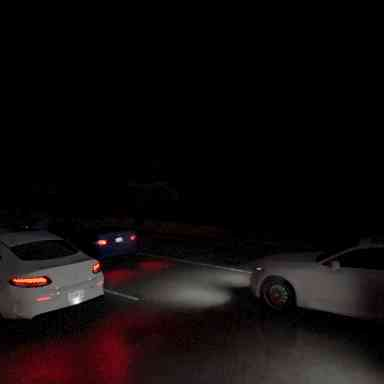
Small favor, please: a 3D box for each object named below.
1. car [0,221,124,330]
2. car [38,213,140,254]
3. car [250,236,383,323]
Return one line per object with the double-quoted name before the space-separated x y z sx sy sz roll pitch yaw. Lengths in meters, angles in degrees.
"car" -3.720 1.455 6.676 4.674 1.442 1.812 1 1 36
"car" -4.196 1.429 11.335 5.357 1.411 2.033 1 1 36
"car" 3.331 1.525 5.915 4.674 1.442 1.812 0 0 36
